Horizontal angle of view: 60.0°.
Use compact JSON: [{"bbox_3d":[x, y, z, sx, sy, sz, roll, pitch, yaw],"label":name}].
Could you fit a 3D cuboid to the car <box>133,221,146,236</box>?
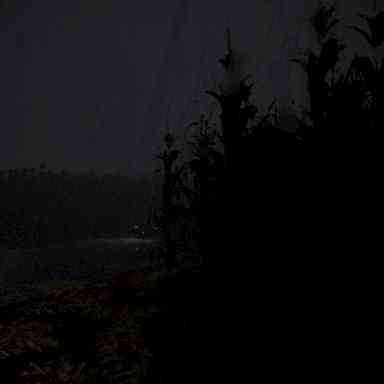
[{"bbox_3d":[-1.091,1.857,20.107,2.033,1.411,5.357,-1,-2,35],"label":"car"}]
